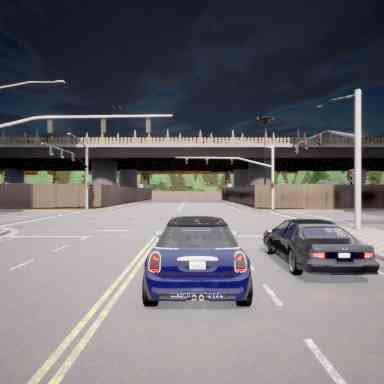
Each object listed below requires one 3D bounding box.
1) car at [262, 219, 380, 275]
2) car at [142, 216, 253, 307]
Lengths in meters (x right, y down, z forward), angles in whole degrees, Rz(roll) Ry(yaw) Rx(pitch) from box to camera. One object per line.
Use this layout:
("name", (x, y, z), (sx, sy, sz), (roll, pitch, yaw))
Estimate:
("car", (3.605, 1.547, 10.378), (2.033, 1.411, 5.357), (0, 0, 0))
("car", (0.104, 1.352, 8.159), (2.097, 1.767, 4.553), (0, 0, 0))
